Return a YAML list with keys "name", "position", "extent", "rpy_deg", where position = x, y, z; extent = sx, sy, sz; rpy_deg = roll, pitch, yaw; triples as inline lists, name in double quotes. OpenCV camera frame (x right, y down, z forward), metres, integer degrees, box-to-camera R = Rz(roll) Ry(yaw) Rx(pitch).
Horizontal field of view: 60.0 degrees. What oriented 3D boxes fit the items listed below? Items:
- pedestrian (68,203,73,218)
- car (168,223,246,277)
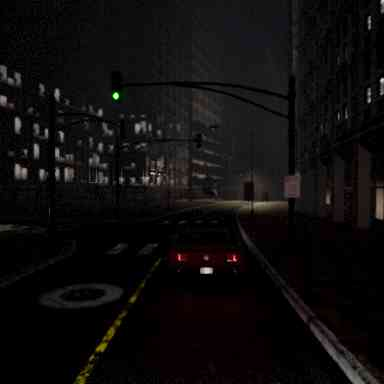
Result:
- name: "pedestrian"
  position: [-8.919, 1.330, 24.439]
  extent: [0.500, 1.100, 0.500]
  rpy_deg: [0, 0, 18]
- name: "car"
  position: [0.460, 1.597, 10.193]
  extent: [1.895, 1.301, 4.718]
  rpy_deg: [0, 0, 3]
